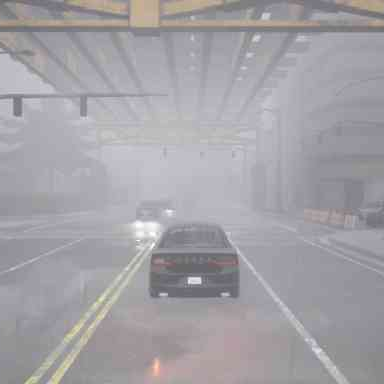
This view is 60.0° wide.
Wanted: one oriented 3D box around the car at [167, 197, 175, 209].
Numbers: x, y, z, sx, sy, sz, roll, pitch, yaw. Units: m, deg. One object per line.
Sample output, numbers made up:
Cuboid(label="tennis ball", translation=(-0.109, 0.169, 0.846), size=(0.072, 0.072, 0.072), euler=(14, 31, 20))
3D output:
Cuboid(label="car", translation=(-3.691, 1.601, 45.158), size=(1.895, 1.301, 4.718), euler=(0, 0, 0))

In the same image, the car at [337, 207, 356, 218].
Cuboid(label="car", translation=(13.581, 1.295, 25.032), size=(4.536, 1.218, 1.853), euler=(0, 0, 25))

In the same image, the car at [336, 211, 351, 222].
Cuboid(label="car", translation=(13.534, 1.453, 25.053), size=(4.974, 1.542, 2.038), euler=(0, 0, 25))

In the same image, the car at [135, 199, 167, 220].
Cuboid(label="car", translation=(-3.663, 1.492, 28.694), size=(2.128, 1.511, 4.902), euler=(0, 0, 0))

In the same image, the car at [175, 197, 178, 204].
Cuboid(label="car", translation=(-3.636, 1.603, 62.448), size=(2.033, 1.411, 5.357), euler=(0, 0, 0))

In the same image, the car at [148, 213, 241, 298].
Cuboid(label="car", translation=(0.054, 1.478, 8.590), size=(1.882, 1.535, 5.008), euler=(0, 0, 0))

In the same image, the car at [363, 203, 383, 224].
Cuboid(label="car", translation=(13.265, 1.295, 20.912), size=(4.536, 1.218, 1.853), euler=(0, 0, -20))

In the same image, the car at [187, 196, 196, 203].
Cuboid(label="car", translation=(-0.047, 1.492, 66.397), size=(2.128, 1.511, 4.902), euler=(0, 0, 0))

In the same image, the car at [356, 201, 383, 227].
Cuboid(label="car", translation=(13.217, 1.453, 20.894), size=(4.974, 1.542, 2.038), euler=(0, 0, -20))
